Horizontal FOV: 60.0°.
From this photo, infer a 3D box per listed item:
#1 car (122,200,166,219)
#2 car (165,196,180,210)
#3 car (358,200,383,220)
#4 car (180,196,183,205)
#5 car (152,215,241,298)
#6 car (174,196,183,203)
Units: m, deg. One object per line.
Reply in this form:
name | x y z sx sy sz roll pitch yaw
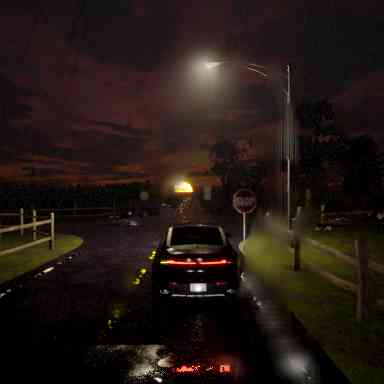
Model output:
car | -4.349 1.591 29.328 1.994 1.385 4.181 0 0 23
car | -2.902 1.545 44.014 1.837 1.490 4.892 0 0 0
car | 14.740 1.227 24.334 4.892 1.490 1.837 -1 0 1
car | -2.905 1.569 57.503 1.837 1.490 4.892 0 -1 0
car | 0.059 1.506 8.526 1.837 1.490 4.892 0 0 -1
car | -2.846 1.535 70.535 1.882 1.535 5.008 0 0 0
